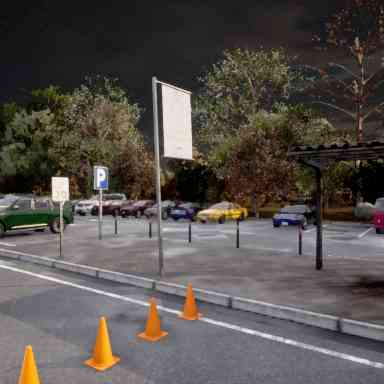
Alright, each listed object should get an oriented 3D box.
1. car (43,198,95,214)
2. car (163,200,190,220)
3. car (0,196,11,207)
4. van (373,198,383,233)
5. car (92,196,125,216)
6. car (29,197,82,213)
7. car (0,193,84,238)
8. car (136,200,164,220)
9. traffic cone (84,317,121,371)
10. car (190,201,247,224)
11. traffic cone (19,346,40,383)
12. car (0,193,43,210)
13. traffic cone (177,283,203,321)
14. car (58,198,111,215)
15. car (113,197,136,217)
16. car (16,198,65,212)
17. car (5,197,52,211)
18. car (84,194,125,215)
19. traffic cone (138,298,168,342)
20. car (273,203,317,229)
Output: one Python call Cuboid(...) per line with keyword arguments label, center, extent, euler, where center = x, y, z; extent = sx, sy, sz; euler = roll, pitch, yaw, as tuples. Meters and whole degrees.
Cuboid(label="car", center=(-13.418, 1.455, 36.488), extent=(2.097, 1.535, 5.008), euler=(0, 0, 35))
Cuboid(label="car", center=(0.225, 1.504, 26.935), extent=(2.163, 1.488, 4.792), euler=(0, 0, 35))
Cuboid(label="car", center=(-29.204, 1.333, 47.824), extent=(1.946, 1.575, 5.366), euler=(1, 0, 35))
Cuboid(label="van", center=(11.627, 1.264, 19.023), extent=(1.878, 1.987, 4.442), euler=(0, 0, 35))
Cuboid(label="car", center=(-6.600, 1.466, 31.705), extent=(2.097, 1.535, 5.008), euler=(0, 0, 35))
Cuboid(label="car", center=(-15.580, 1.444, 38.240), extent=(1.946, 1.575, 5.366), euler=(0, 0, 35))
Cuboid(label="car", center=(-8.890, 1.221, 17.285), extent=(2.435, 2.045, 5.566), euler=(0, 0, 35))
Cuboid(label="car", center=(-2.058, 1.473, 28.512), extent=(2.231, 1.521, 4.892), euler=(0, 0, 35))
Cuboid(label="traffic cone", center=(-1.182, 1.957, 4.398), extent=(0.340, 0.580, 0.340), euler=(0, 0, 35))
Cuboid(label="car", center=(2.372, 1.475, 25.162), extent=(1.946, 1.575, 5.366), euler=(0, 0, 35))
Cuboid(label="traffic cone", center=(-1.758, 1.957, 3.582), extent=(0.340, 0.580, 0.340), euler=(0, 0, 35))
Cuboid(label="car", center=(-22.515, 1.153, 42.857), extent=(2.435, 2.045, 5.566), euler=(0, 0, 35))
Cuboid(label="traffic cone", center=(-0.032, 1.957, 6.030), extent=(0.340, 0.580, 0.340), euler=(0, 0, 36))
Cuboid(label="car", center=(-11.146, 1.461, 34.889), extent=(2.231, 1.521, 4.892), euler=(0, 0, 35))
Cuboid(label="car", center=(-4.329, 1.469, 30.108), extent=(2.097, 1.535, 5.008), euler=(0, 0, 35))
Cuboid(label="car", center=(-17.971, 1.469, 39.660), extent=(2.163, 1.488, 4.792), euler=(0, 0, 35))
Cuboid(label="car", center=(-20.214, 1.452, 41.309), extent=(2.163, 1.488, 4.792), euler=(0, 0, 35))
Cuboid(label="car", center=(-8.889, 1.212, 33.274), extent=(2.435, 2.045, 5.566), euler=(0, 0, 35))
Cuboid(label="traffic cone", center=(-0.607, 1.957, 5.214), extent=(0.340, 0.580, 0.340), euler=(0, 0, 35))
Cuboid(label="car", center=(7.003, 1.513, 22.097), extent=(2.163, 1.488, 4.792), euler=(0, 0, 35))
